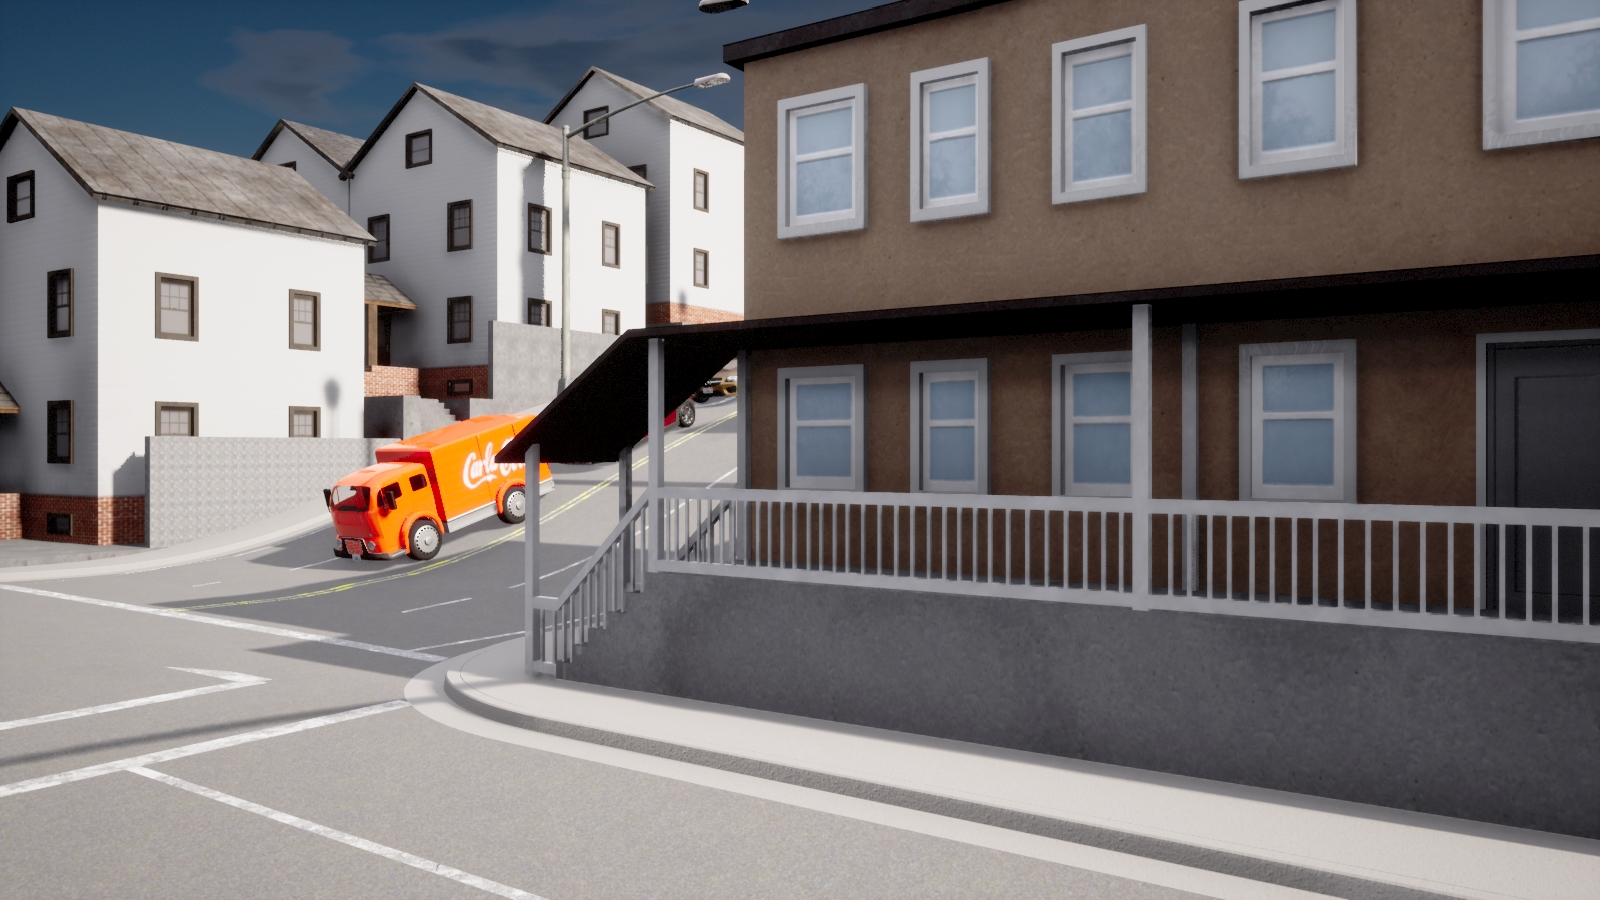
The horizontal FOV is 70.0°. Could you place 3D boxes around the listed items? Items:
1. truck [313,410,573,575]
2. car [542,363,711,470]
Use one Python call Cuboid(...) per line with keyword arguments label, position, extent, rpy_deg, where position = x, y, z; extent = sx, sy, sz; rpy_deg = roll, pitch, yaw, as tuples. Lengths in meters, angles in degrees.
Cuboid(label="truck", position=(-8.532, 0.881, 27.907), extent=(2.627, 2.467, 5.204), rpy_deg=(0, 16, 34))
Cuboid(label="car", position=(-4.941, -1.040, 33.205), extent=(2.097, 1.767, 4.553), rpy_deg=(0, 19, 34))
